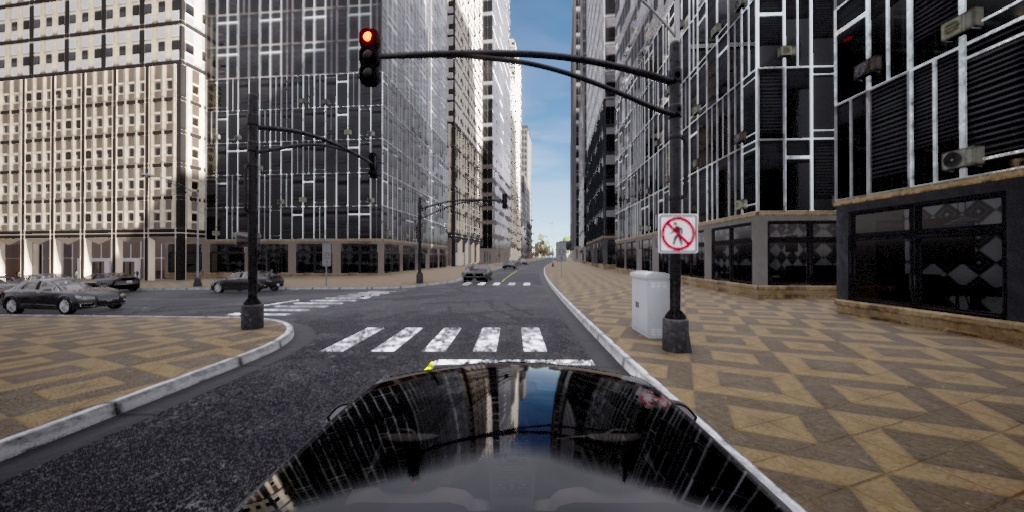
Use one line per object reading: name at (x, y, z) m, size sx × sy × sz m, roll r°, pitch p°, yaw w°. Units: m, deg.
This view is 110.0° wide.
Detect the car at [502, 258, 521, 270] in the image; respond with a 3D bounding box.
car at (-0.283, 1.249, 52.581) m, size 2.033 × 1.411 × 5.357 m, roll 0°, pitch 0°, yaw 6°

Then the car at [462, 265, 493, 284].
car at (-2.560, 1.352, 27.337) m, size 1.895 × 1.301 × 4.718 m, roll 0°, pitch 0°, yaw 2°

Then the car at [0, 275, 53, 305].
car at (-26.890, 1.754, 18.599) m, size 4.181 × 1.385 × 1.994 m, roll -1°, pitch 0°, yaw 9°

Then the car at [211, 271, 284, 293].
car at (-16.847, 1.607, 22.878) m, size 4.403 × 1.370 × 2.007 m, roll 0°, pitch 0°, yaw 9°

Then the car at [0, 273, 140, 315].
car at (-18.147, 1.565, 14.599) m, size 4.403 × 1.370 × 2.007 m, roll 0°, pitch 0°, yaw 9°
